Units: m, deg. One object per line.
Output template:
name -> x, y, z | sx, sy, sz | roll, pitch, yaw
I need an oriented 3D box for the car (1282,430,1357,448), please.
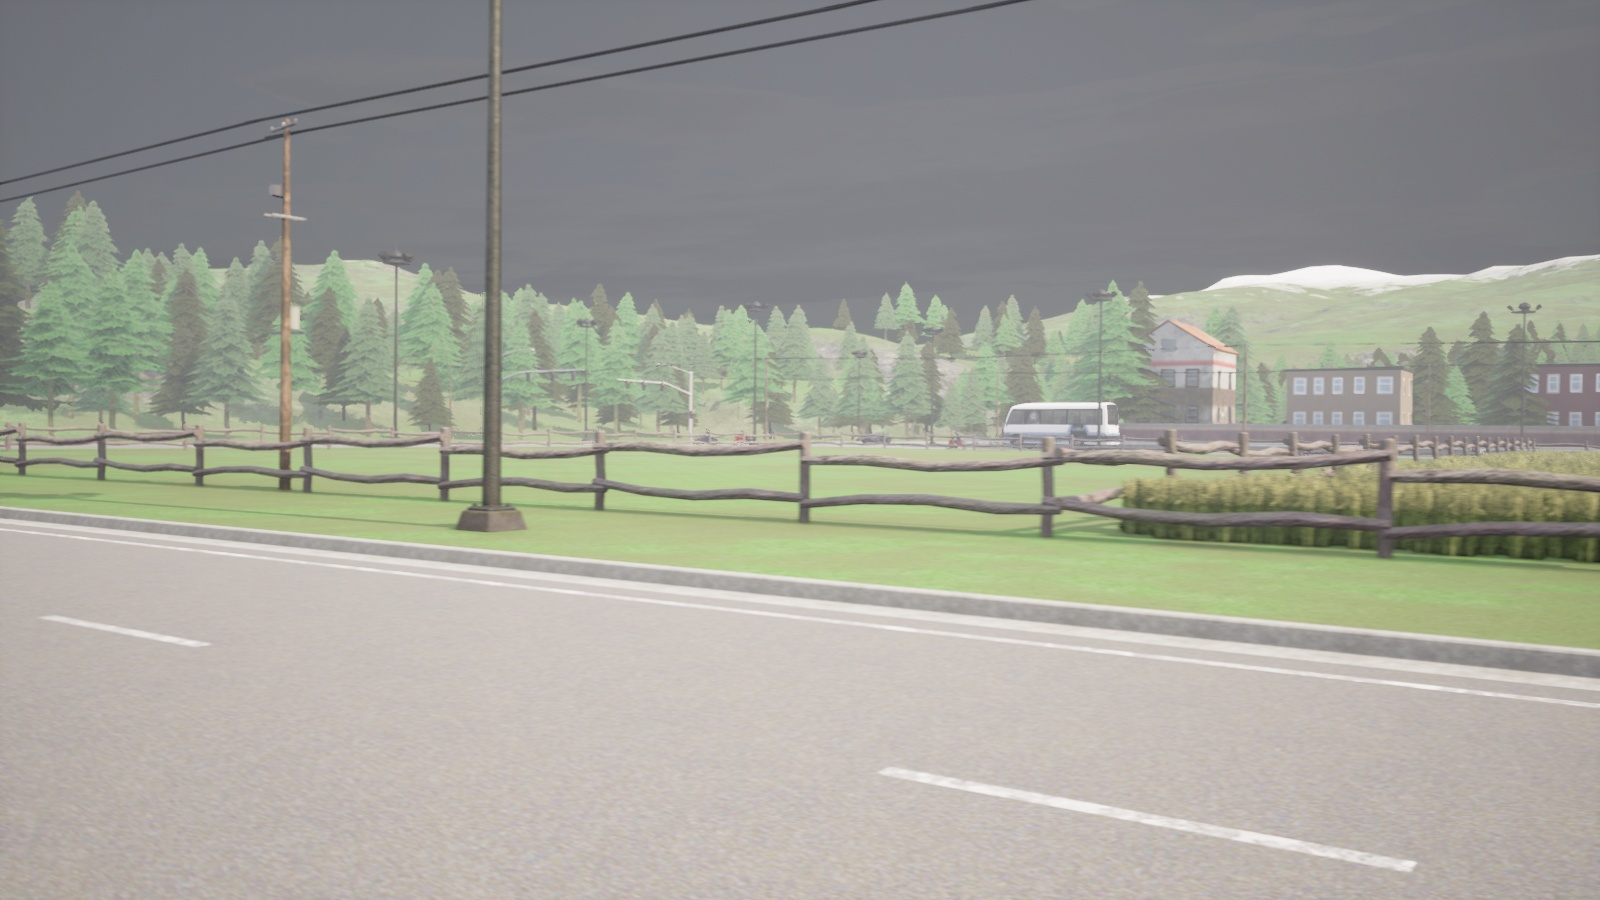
car -> 37.500, -0.808, 90.645 | 4.718, 1.301, 1.895 | 0, 1, 34
